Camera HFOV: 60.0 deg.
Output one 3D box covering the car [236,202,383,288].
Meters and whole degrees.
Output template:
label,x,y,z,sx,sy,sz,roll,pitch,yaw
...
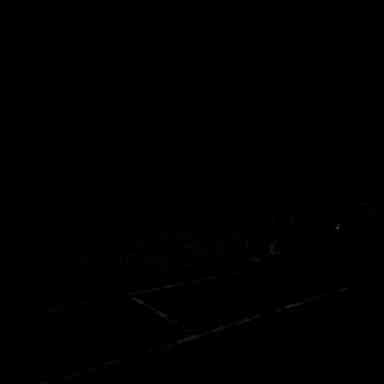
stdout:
label,x,y,z,sx,sy,sz,roll,pitch,yaw
car,3.545,1.242,9.225,5.009,1.841,2.192,-1,0,-35
